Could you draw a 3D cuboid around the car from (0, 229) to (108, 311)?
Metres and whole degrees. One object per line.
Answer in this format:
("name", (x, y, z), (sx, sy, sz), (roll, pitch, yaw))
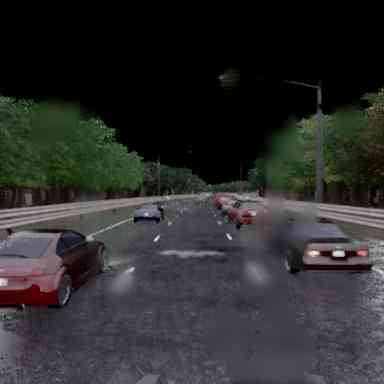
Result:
("car", (-3.380, 1.544, 7.820), (1.994, 1.385, 4.181), (0, 0, 0))

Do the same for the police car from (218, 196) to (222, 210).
("police car", (3.918, 1.469, 32.293), (2.038, 1.542, 4.974), (0, 0, 2))

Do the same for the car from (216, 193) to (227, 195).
("car", (4.792, 1.237, 54.116), (2.150, 2.045, 5.566), (0, 0, 3))

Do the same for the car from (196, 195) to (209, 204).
("car", (1.770, 1.604, 63.056), (2.033, 1.411, 5.357), (0, 0, 4))

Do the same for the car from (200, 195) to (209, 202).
("car", (3.286, 1.602, 84.441), (2.128, 1.511, 4.902), (0, 0, 5))

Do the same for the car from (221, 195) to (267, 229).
("car", (3.509, 1.314, 21.707), (2.097, 1.767, 4.553), (0, 0, -4))

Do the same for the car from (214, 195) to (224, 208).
("car", (4.295, 1.485, 43.221), (2.163, 1.488, 4.792), (0, 0, 2))

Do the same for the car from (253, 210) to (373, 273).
("car", (3.524, 1.523, 10.486), (2.033, 1.411, 5.357), (0, 0, 0))

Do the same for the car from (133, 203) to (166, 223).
("car", (-3.146, 1.523, 25.240), (1.994, 1.385, 4.181), (0, 0, 1))
